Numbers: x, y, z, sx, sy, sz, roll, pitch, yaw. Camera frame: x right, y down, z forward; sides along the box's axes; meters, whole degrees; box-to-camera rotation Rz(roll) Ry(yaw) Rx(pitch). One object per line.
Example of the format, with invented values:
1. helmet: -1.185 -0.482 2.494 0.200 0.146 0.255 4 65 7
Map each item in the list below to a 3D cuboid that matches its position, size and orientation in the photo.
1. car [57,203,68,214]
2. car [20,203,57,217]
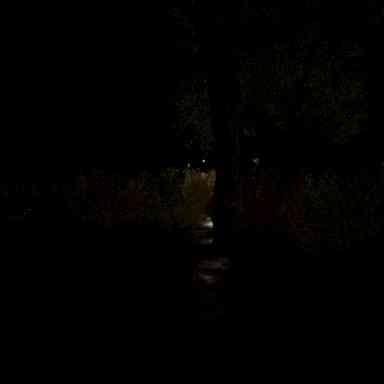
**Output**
1. car: -10.101 1.489 32.139 2.097 1.767 4.553 0 0 41
2. car: -14.302 1.736 32.948 1.895 1.301 4.718 0 0 41
